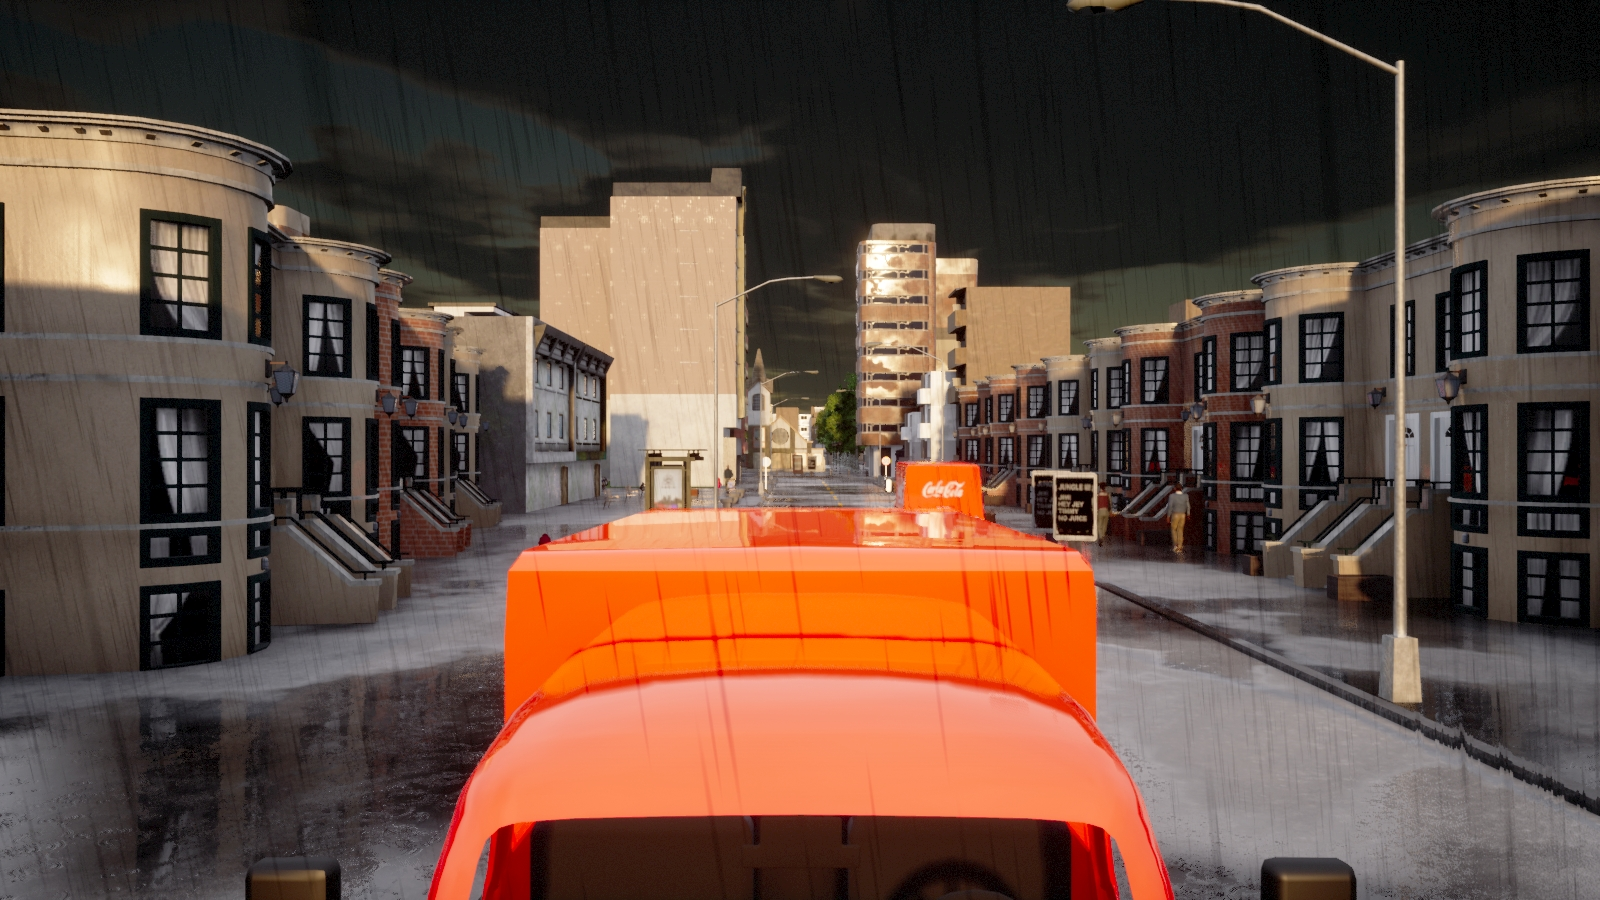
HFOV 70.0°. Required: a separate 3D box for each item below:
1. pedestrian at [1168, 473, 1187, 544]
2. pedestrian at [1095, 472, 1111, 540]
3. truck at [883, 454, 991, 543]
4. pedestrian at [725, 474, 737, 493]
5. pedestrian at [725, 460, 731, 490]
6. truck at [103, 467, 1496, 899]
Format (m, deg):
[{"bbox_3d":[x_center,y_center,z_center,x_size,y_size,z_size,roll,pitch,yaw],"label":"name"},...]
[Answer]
[{"bbox_3d":[9.940,1.536,30.077,0.375,1.860,0.375,0,0,4],"label":"pedestrian"},{"bbox_3d":[8.396,1.536,31.695,0.375,1.860,0.375,0,0,8],"label":"pedestrian"},{"bbox_3d":[4.003,1.364,34.474,2.627,2.467,5.204,0,0,0],"label":"truck"},{"bbox_3d":[-4.031,1.932,66.815,0.500,1.100,0.500,0,0,29],"label":"pedestrian"},{"bbox_3d":[-4.456,1.552,70.416,0.375,1.860,0.375,0,0,-4],"label":"pedestrian"},{"bbox_3d":[-0.001,1.348,4.761,2.627,2.467,5.204,0,0,0],"label":"truck"}]
